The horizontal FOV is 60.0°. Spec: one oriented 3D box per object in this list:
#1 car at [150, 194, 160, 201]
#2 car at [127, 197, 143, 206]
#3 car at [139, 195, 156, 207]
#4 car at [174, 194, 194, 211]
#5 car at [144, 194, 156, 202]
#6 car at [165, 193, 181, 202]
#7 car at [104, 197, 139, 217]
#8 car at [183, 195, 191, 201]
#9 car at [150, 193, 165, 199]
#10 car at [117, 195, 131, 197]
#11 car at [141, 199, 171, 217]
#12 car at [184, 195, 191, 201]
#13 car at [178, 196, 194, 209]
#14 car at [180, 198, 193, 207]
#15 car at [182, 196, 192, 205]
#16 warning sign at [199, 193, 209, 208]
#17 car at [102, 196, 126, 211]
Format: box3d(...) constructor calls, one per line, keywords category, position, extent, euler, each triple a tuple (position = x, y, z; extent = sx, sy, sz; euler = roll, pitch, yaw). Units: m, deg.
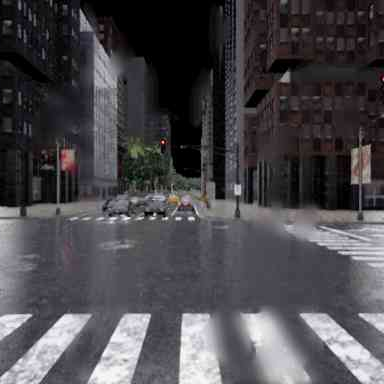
box3d(category="car", position=(-9.708, 1.349, 88.003), extent=(2.192, 1.841, 5.009), euler=(0, 0, -1))
box3d(category="car", position=(-9.398, 1.507, 55.278), extent=(1.752, 1.417, 4.829), euler=(0, 0, -1))
box3d(category="car", position=(-6.642, 1.519, 46.363), extent=(2.033, 1.411, 5.357), euler=(0, 0, 0))
box3d(category="car", position=(-0.722, 1.404, 39.248), extent=(1.967, 1.590, 4.097), euler=(0, 0, -1))
box3d(category="car", position=(-9.605, 1.329, 77.151), extent=(2.192, 1.841, 5.009), euler=(0, 0, -1))
box3d(category="car", position=(-3.728, 1.473, 65.399), extent=(1.882, 1.535, 5.008), euler=(0, 0, -1))
box3d(category="car", position=(-6.432, 1.460, 30.814), extent=(1.837, 1.490, 4.892), euler=(0, 0, -1))
box3d(category="car", position=(-1.131, 1.464, 82.646), extent=(1.967, 1.590, 4.097), euler=(0, 0, -1))
box3d(category="car", position=(-6.759, 1.221, 68.355), extent=(2.150, 2.045, 5.566), euler=(0, 0, 0))
box3d(category="car", position=(-9.299, 1.284, 44.597), extent=(2.192, 1.841, 5.009), euler=(0, 0, -1))
box3d(category="car", position=(-3.205, 1.554, 30.325), extent=(1.895, 1.301, 4.718), euler=(0, 0, -2))
box3d(category="car", position=(-1.182, 1.474, 88.071), extent=(1.967, 1.590, 4.097), euler=(0, 0, -1))
box3d(category="car", position=(-0.773, 1.409, 44.673), extent=(1.967, 1.590, 4.097), euler=(0, 0, -1))
box3d(category="car", position=(-0.824, 1.557, 50.097), extent=(1.802, 1.307, 4.206), euler=(0, 0, -1))
box3d(category="car", position=(-0.926, 1.534, 60.947), extent=(1.887, 1.381, 4.507), euler=(0, 0, -1))
box3d(category="warning sign", position=(1.554, 1.083, 42.940), extent=(1.300, 1.860, 1.060), euler=(0, 0, -1))
box3d(category="car", position=(-9.247, 1.529, 39.170), extent=(1.947, 1.339, 4.313), euler=(0, 0, -1))
